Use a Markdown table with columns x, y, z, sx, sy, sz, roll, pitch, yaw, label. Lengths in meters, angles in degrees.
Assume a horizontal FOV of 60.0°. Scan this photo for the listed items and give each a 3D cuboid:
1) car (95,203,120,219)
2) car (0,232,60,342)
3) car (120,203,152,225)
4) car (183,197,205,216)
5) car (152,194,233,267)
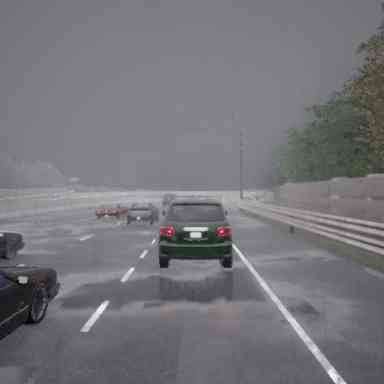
| x | y | z | sx | sy | sz | roll | pitch | yaw | label |
| --- | --- | --- | --- | --- | --- | --- | --- | --- | --- |
| -6.894 | 1.634 | 29.097 | 1.895 | 1.301 | 4.718 | 0 | 0 | 0 | car |
| -3.499 | 1.551 | 4.046 | 2.033 | 1.411 | 5.357 | 0 | 0 | 0 | car |
| -3.495 | 1.519 | 24.288 | 2.128 | 1.511 | 4.902 | 0 | 0 | 0 | car |
| 0.226 | 1.389 | 33.860 | 2.097 | 1.767 | 4.553 | 0 | 0 | 2 | car |
| 0.102 | 1.235 | 11.530 | 2.150 | 2.045 | 5.566 | 0 | 0 | 0 | car |
